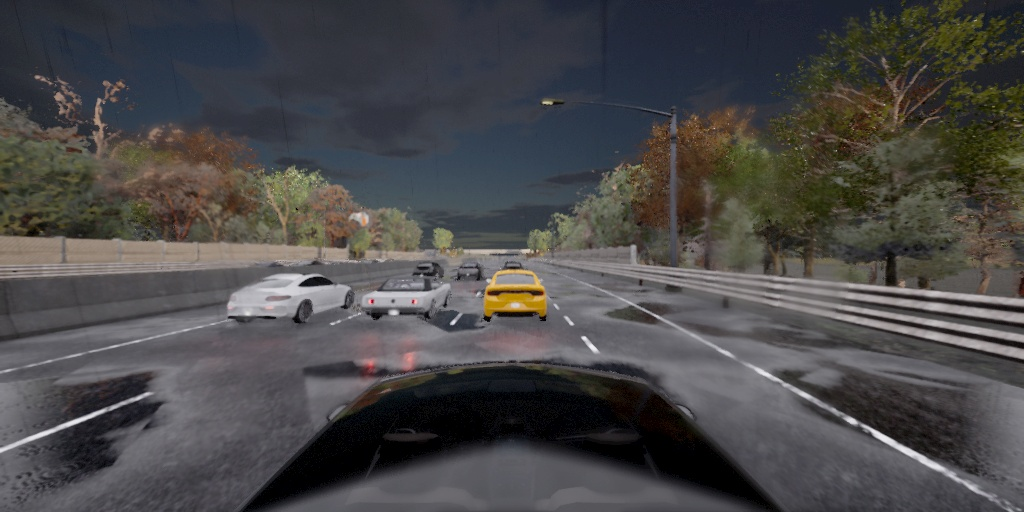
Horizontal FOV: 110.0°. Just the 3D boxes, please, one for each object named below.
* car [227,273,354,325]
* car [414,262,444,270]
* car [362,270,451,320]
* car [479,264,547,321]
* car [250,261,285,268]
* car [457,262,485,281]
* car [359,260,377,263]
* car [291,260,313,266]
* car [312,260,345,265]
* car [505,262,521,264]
[{"bbox_3d":[-6.900,1.269,11.693,1.812,1.442,4.674,0,0,0],"label":"car"},{"bbox_3d":[-6.901,1.245,30.054,1.837,1.490,4.892,0,0,0],"label":"car"},{"bbox_3d":[-3.398,1.344,12.540,1.895,1.301,4.718,0,0,0],"label":"car"},{"bbox_3d":[0.100,1.220,12.473,1.882,1.535,5.008,0,0,0],"label":"car"},{"bbox_3d":[-28.077,1.307,41.257,1.994,1.385,4.181,0,0,0],"label":"car"},{"bbox_3d":[-3.400,1.231,29.981,2.128,1.511,4.902,0,0,0],"label":"car"},{"bbox_3d":[-17.581,1.250,43.642,1.837,1.490,4.892,0,0,0],"label":"car"},{"bbox_3d":[-24.579,1.221,43.338,1.882,1.535,5.008,0,0,0],"label":"car"},{"bbox_3d":[-21.087,1.344,42.423,1.895,1.301,4.718,0,0,0],"label":"car"},{"bbox_3d":[0.100,1.245,30.025,1.837,1.490,4.892,0,0,0],"label":"car"}]
